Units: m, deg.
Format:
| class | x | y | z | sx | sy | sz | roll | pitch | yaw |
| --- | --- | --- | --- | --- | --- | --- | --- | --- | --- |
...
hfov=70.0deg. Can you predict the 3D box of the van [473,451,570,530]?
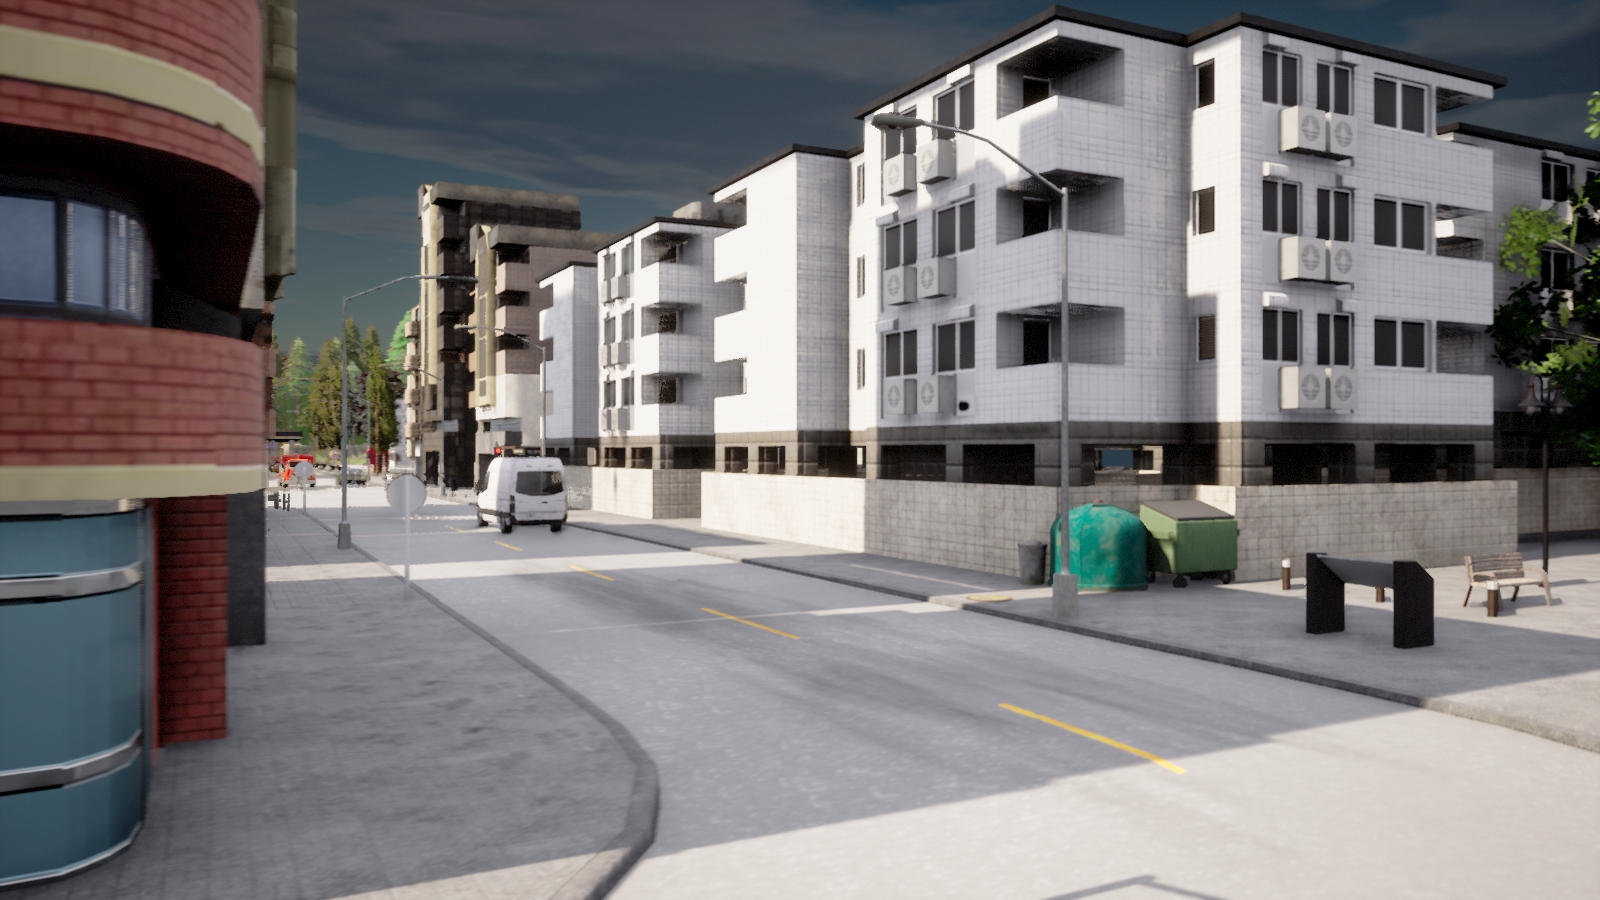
| class | x | y | z | sx | sy | sz | roll | pitch | yaw |
| --- | --- | --- | --- | --- | --- | --- | --- | --- | --- |
| van | -9.911 | 1.312 | 40.299 | 1.988 | 2.561 | 5.915 | 0 | 0 | -27 |
